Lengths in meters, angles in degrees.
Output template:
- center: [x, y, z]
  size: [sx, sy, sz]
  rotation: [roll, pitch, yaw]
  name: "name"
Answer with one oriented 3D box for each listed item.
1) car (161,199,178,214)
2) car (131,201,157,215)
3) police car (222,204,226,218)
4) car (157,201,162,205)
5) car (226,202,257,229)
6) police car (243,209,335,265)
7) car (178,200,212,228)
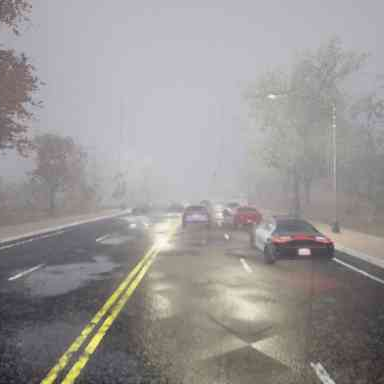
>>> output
- center: [-2.142, 1.877, 40.355]
  size: [1.994, 1.385, 4.181]
  rotation: [0, -1, 3]
  name: "car"
- center: [-5.556, 1.892, 37.784]
  size: [1.895, 1.301, 4.718]
  rotation: [0, 0, 3]
  name: "car"
- center: [4.099, 1.776, 34.090]
  size: [2.038, 1.542, 4.974]
  rotation: [0, 0, 3]
  name: "police car"
- center: [-5.495, 2.203, 71.844]
  size: [4.718, 1.301, 1.895]
  rotation: [-1, -1, 27]
  name: "car"
- center: [3.645, 1.669, 23.174]
  size: [1.882, 1.535, 5.008]
  rotation: [0, 0, 2]
  name: "car"
- center: [3.361, 1.612, 12.254]
  size: [2.038, 1.542, 4.974]
  rotation: [0, -1, 1]
  name: "police car"
- center: [0.367, 1.625, 23.788]
  size: [2.033, 1.649, 4.856]
  rotation: [0, 0, 3]
  name: "car"
